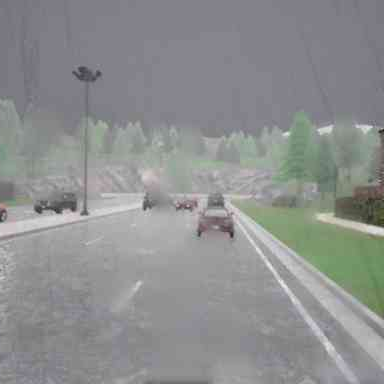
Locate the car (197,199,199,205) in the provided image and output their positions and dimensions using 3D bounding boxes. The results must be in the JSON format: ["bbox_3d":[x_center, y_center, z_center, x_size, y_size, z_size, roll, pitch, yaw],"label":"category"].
[{"bbox_3d":[-0.112,1.405,48.872,1.882,1.535,5.008,1,0,4],"label":"car"}]

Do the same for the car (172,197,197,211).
[{"bbox_3d":[-0.813,1.532,38.798,1.895,1.301,4.718,1,0,5],"label":"car"}]

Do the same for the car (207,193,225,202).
[{"bbox_3d":[3.146,1.204,44.006,2.150,2.045,5.566,1,0,4],"label":"car"}]

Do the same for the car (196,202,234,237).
[{"bbox_3d":[1.290,1.519,18.058,1.812,1.442,4.674,1,0,4],"label":"car"}]

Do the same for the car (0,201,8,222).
[{"bbox_3d":[-13.736,1.116,20.808,2.097,1.767,4.553,1,0,4],"label":"car"}]

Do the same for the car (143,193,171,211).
[{"bbox_3d":[-4.308,1.100,39.153,2.150,2.045,5.566,1,0,4],"label":"car"}]

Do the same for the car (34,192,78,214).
[{"bbox_3d":[-12.922,0.984,32.073,2.150,2.045,5.566,1,0,4],"label":"car"}]
